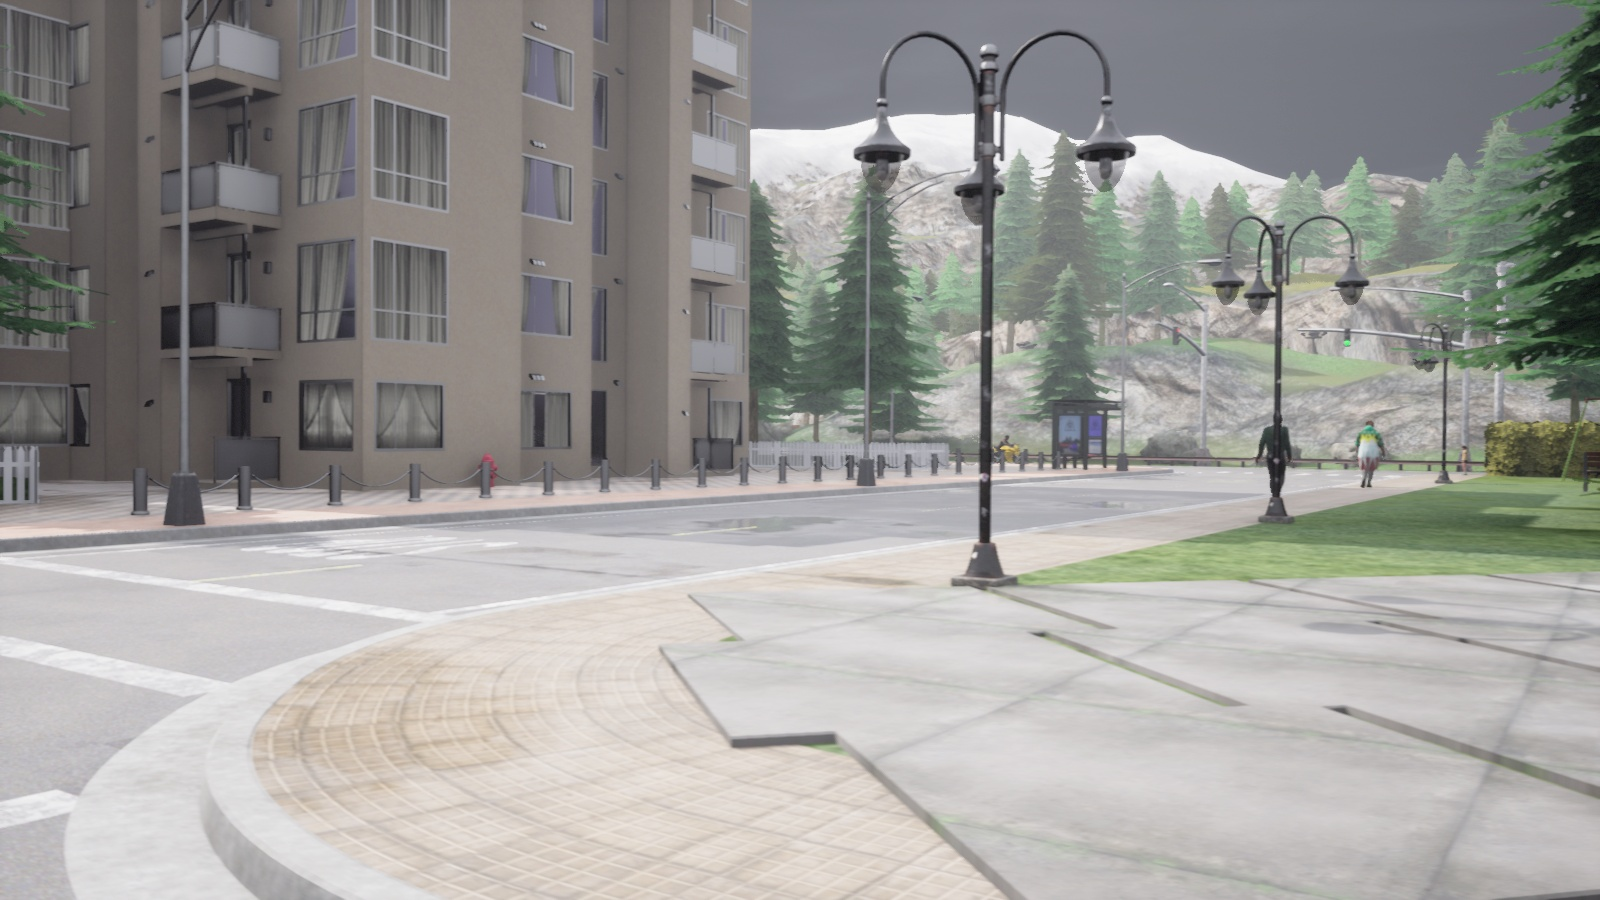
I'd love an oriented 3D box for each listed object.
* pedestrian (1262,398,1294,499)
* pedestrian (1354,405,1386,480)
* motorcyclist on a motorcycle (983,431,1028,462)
[{"bbox_3d":[9.396,-0.036,24.680,0.423,1.949,0.788,0,1,33],"label":"pedestrian"},{"bbox_3d":[15.164,-0.207,33.400,0.659,1.952,0.873,0,1,33],"label":"pedestrian"},{"bbox_3d":[10.186,-0.184,62.205,2.044,1.523,0.797,0,1,35],"label":"motorcyclist on a motorcycle"}]
